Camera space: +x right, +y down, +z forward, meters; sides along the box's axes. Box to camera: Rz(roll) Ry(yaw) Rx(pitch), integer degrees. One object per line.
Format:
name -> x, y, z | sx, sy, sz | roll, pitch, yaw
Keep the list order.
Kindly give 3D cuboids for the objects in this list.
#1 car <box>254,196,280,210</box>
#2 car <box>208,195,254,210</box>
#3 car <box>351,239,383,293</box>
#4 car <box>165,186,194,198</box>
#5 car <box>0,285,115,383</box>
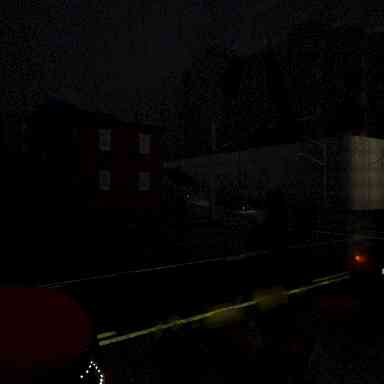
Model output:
car -> 7.884, 1.171, 38.519 | 2.128, 1.511, 4.902 | 0, 4, -36
car -> 3.999, 1.105, 37.592 | 2.033, 1.411, 5.357 | 0, 5, -36
car -> 5.579, 1.564, 7.732 | 4.181, 1.385, 1.994 | 0, 0, -35
car -> -1.748, -0.076, 45.641 | 1.895, 1.301, 4.718 | 0, 9, -36
car -> -3.153, 1.221, 1.518 | 5.566, 2.045, 2.150 | 0, 0, -35
